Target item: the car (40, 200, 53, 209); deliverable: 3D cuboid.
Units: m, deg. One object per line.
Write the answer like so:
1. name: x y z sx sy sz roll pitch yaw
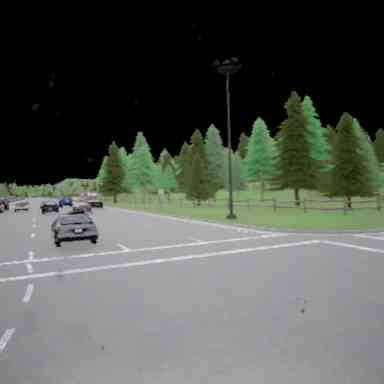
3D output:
1. car: -26.884 2.315 61.244 2.033 1.411 5.357 -2 0 -25

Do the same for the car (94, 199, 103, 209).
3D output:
1. car: -15.632 1.930 53.524 1.882 1.535 5.008 -2 0 -25

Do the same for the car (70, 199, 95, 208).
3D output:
1. car: -13.551 1.916 41.085 1.812 1.442 4.674 -2 0 -25

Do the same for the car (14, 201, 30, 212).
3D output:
1. car: -25.596 2.329 50.065 1.895 1.301 4.718 -2 0 -25

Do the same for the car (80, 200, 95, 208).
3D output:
1. car: -19.444 2.162 61.657 1.895 1.301 4.718 -2 0 -25

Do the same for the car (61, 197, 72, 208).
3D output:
1. car: -23.865 1.905 63.032 2.150 2.045 5.566 -2 0 -25

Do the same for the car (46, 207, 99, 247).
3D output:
1. car: -5.842 1.715 16.342 2.033 1.411 5.357 -2 0 -25

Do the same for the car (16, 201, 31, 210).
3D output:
1. car: -29.536 2.332 58.448 2.128 1.511 4.902 -2 0 -25

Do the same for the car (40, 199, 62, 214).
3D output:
1. car: -18.676 2.011 43.770 1.882 1.535 5.008 -2 0 -25

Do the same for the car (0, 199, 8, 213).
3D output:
1. car: -28.434 2.158 48.089 2.097 1.767 4.553 -2 0 -25
